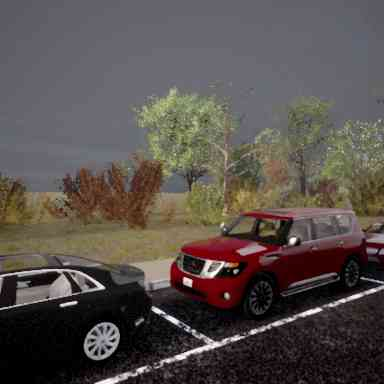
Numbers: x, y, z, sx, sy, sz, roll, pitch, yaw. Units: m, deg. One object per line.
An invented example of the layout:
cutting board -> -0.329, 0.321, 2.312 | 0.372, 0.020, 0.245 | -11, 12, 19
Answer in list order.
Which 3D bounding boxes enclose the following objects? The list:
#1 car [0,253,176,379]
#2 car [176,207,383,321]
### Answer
car -> -2.635, 1.551, 4.209 | 4.403, 1.369, 2.008 | 0, 1, -35
car -> 1.971, 1.314, 7.487 | 5.009, 1.841, 2.192 | 0, 1, -35
